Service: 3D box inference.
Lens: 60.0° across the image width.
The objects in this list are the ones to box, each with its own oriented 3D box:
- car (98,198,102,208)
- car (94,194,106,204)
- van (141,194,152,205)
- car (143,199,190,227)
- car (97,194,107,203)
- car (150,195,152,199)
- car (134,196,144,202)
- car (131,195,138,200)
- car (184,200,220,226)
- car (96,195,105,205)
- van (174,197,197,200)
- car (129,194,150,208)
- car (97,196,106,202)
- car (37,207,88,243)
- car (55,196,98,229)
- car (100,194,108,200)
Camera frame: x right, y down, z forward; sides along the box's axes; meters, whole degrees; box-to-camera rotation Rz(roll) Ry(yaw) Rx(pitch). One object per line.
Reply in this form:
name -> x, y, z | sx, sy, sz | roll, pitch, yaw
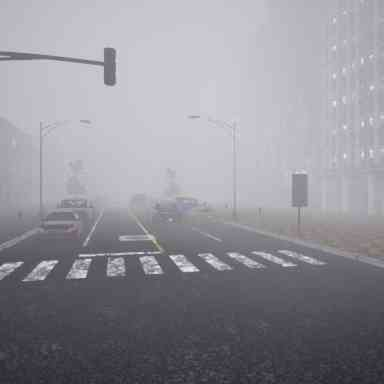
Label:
car -> -10.085, 1.558, 32.175 | 2.008, 1.369, 4.403 | 0, 0, -13
car -> -17.820, 1.331, 64.571 | 2.192, 1.841, 5.009 | 0, 0, -13
van -> -8.379, 1.356, 61.121 | 1.690, 1.788, 3.998 | 0, 0, -13
car -> -1.902, 1.496, 22.829 | 2.128, 1.511, 4.902 | 0, 0, -13
car -> -16.532, 1.565, 59.171 | 2.008, 1.369, 4.403 | 0, 0, -13
car -> -5.802, 1.578, 50.322 | 1.947, 1.339, 4.313 | 0, 0, -13
car -> -12.250, 1.586, 77.318 | 1.947, 1.339, 4.313 | 0, 0, -13
car -> -16.157, 1.552, 93.681 | 1.752, 1.417, 4.829 | 0, 0, -13
car -> 0.605, 1.531, 23.491 | 1.752, 1.417, 4.829 | 0, 0, -13
car -> -13.913, 1.536, 48.208 | 1.752, 1.417, 4.829 | 0, 0, -13
van -> -0.643, 1.348, 28.726 | 1.690, 1.788, 3.998 | 0, 0, -13
car -> -7.771, 1.235, 47.409 | 2.150, 2.045, 5.566 | 0, 0, -13
car -> -20.361, 1.545, 75.204 | 1.752, 1.417, 4.829 | 0, 0, -13
car -> -6.216, 1.585, 15.978 | 1.802, 1.307, 4.206 | 0, 0, -13
car -> -7.504, 1.319, 21.377 | 2.192, 1.841, 5.009 | 0, 0, -13
car -> -24.268, 1.466, 91.567 | 1.967, 1.590, 4.097 | 0, 0, -13
